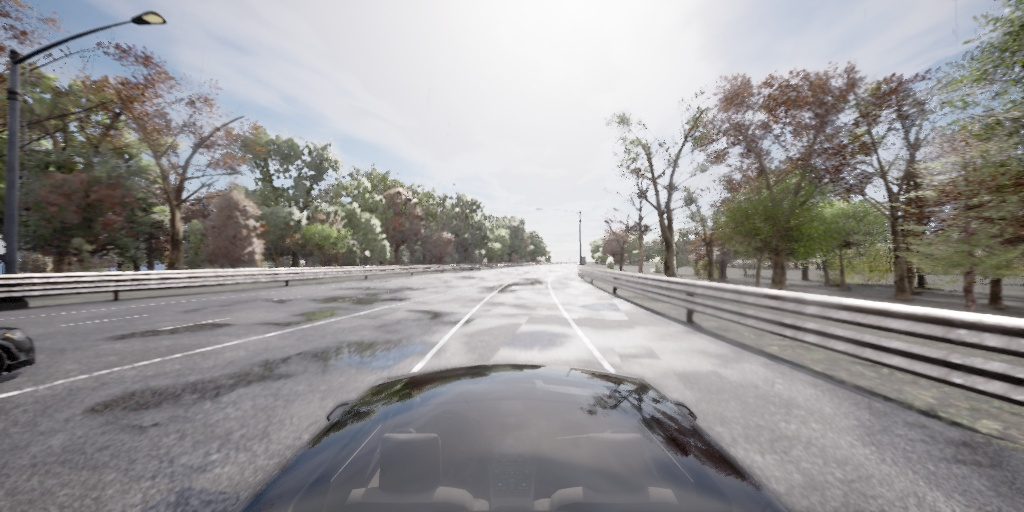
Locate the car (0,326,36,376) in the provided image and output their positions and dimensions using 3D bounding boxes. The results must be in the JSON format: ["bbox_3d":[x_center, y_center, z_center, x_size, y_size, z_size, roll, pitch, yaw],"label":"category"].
[{"bbox_3d":[-9.169,1.297,4.271,1.994,1.385,4.181,0,-1,12],"label":"car"}]
